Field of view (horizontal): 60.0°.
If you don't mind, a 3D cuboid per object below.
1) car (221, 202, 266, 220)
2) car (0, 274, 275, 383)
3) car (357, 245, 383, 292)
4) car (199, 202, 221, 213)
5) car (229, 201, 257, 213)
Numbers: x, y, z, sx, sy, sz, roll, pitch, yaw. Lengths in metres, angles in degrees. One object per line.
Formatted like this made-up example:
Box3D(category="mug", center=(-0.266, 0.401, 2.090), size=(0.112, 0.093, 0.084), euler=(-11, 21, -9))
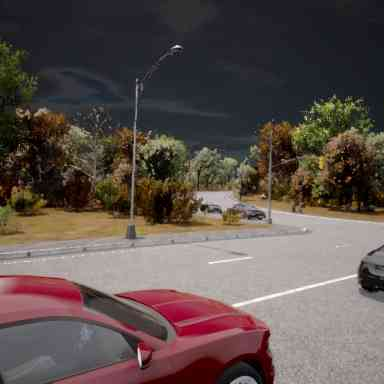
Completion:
Box3D(category="car", center=(5.723, 2.173, 36.010), size=(2.033, 1.411, 5.357), euler=(3, -1, -27))
Box3D(category="car", center=(-1.434, 1.479, 2.722), size=(5.008, 1.535, 1.882), euler=(0, 0, -36))
Box3D(category="car", center=(5.824, 1.666, 7.958), size=(4.181, 1.385, 1.994), euler=(1, -1, -35))
Box3D(category="car", center=(2.481, 2.076, 44.713), size=(1.994, 1.385, 4.181), euler=(3, 0, -19))
Box3D(category="car", center=(7.813, 2.253, 51.428), size=(2.033, 1.411, 5.357), euler=(3, 1, -16))
